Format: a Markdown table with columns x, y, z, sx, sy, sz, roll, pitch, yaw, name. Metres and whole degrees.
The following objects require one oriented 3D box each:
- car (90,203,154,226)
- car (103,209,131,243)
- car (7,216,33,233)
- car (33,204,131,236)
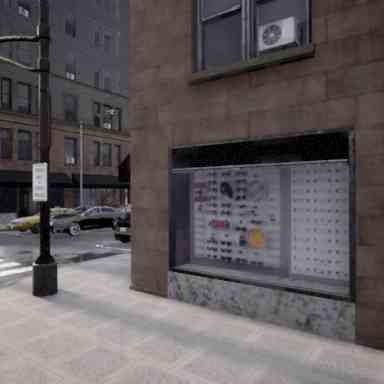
| x | y | z | sx | sy | sz | roll | pitch | yaw | name |
| --- | --- | --- | --- | --- | --- | --- | --- | --- | --- |
| -4.968 | 1.584 | 24.236 | 2.008 | 1.369 | 4.403 | 0 | 0 | 36 | car |
| -1.585 | 1.561 | 15.161 | 1.947 | 1.339 | 4.313 | 0 | 0 | 36 | car |
| -8.211 | 1.554 | 19.692 | 1.752 | 1.417 | 4.829 | 0 | 0 | 36 | car |
| -5.829 | 1.510 | 18.674 | 2.128 | 1.511 | 4.902 | 0 | 0 | 36 | car |
